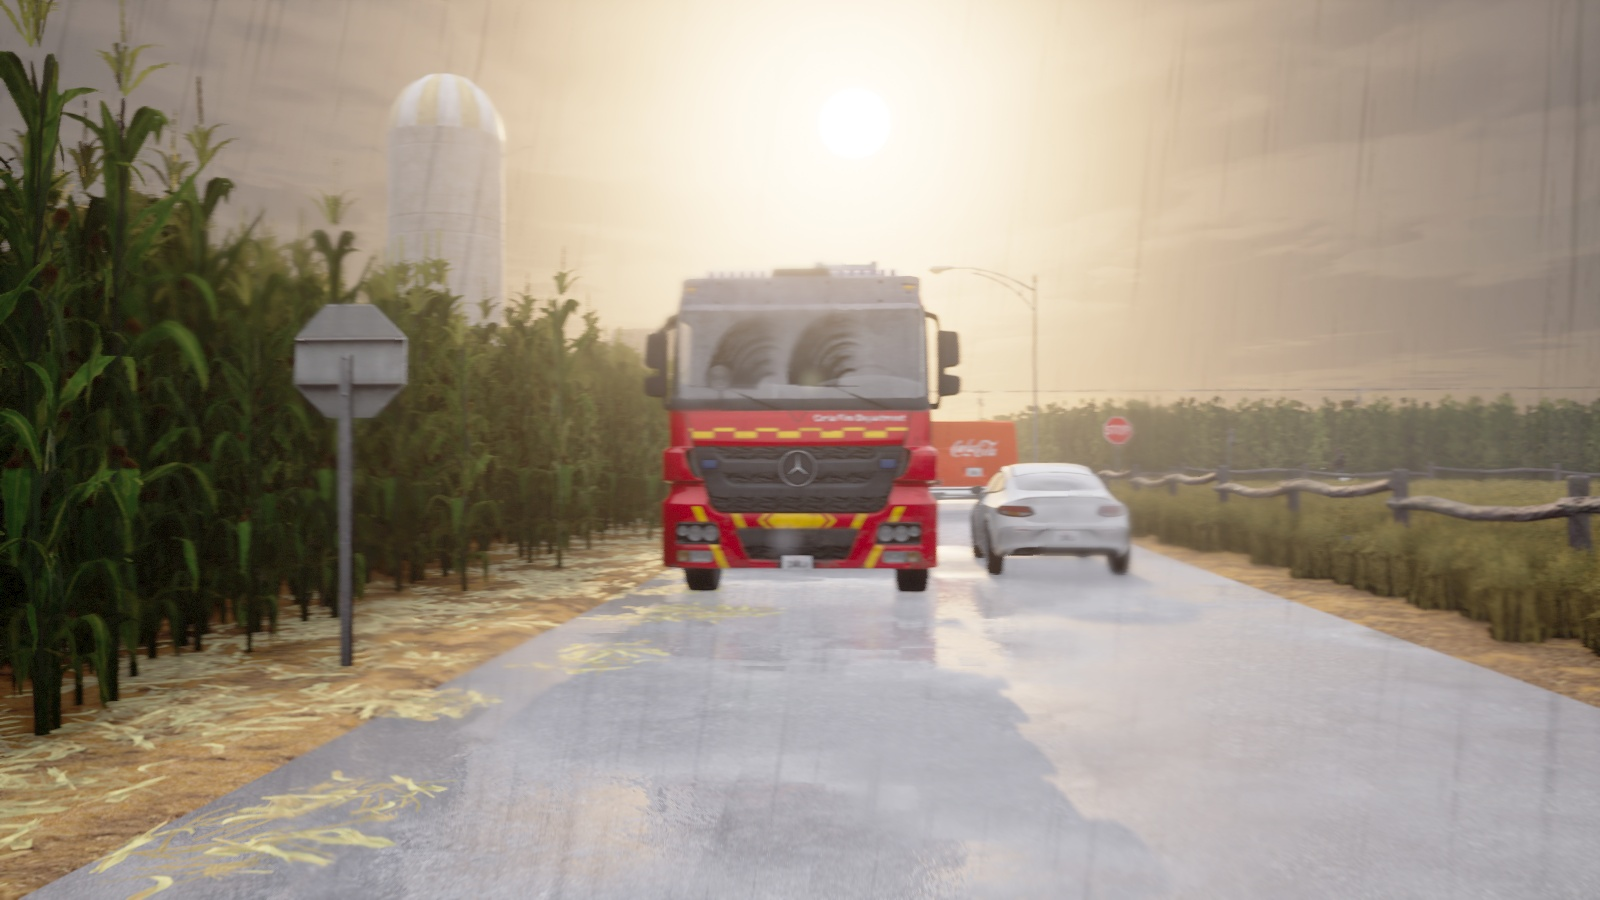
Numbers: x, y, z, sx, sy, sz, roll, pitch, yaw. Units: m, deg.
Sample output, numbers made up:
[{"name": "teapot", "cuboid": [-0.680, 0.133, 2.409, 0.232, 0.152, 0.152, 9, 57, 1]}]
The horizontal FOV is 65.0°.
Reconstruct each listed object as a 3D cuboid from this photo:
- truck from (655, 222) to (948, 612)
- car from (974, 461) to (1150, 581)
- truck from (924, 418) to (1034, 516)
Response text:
[{"name": "truck", "cuboid": [0.320, -0.289, 16.641, 2.891, 3.827, 8.468, 0, 0, 4]}, {"name": "car", "cuboid": [3.504, 0.889, 17.607, 1.812, 1.442, 4.674, 0, 0, 4]}, {"name": "truck", "cuboid": [4.772, 0.431, 34.330, 2.627, 2.467, 5.204, 0, 0, 4]}]
